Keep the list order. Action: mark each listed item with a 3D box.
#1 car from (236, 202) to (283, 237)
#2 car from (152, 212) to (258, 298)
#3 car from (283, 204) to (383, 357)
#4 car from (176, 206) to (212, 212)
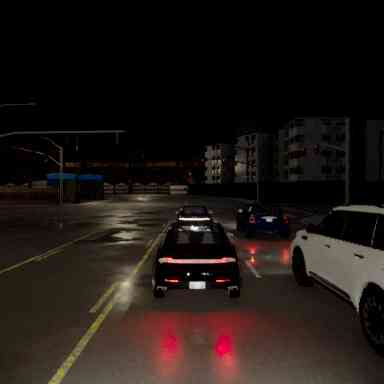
[{"bbox_3d":[3.613,1.328,17.676,2.097,1.767,4.553,0,0,0],"label":"car"},{"bbox_3d":[0.104,1.499,8.541,2.128,1.511,4.902,0,0,0],"label":"car"},{"bbox_3d":[3.594,1.220,6.161,2.150,2.045,5.566,0,0,0],"label":"car"},{"bbox_3d":[0.115,1.473,17.953,2.128,1.511,4.902,0,0,0],"label":"car"}]
